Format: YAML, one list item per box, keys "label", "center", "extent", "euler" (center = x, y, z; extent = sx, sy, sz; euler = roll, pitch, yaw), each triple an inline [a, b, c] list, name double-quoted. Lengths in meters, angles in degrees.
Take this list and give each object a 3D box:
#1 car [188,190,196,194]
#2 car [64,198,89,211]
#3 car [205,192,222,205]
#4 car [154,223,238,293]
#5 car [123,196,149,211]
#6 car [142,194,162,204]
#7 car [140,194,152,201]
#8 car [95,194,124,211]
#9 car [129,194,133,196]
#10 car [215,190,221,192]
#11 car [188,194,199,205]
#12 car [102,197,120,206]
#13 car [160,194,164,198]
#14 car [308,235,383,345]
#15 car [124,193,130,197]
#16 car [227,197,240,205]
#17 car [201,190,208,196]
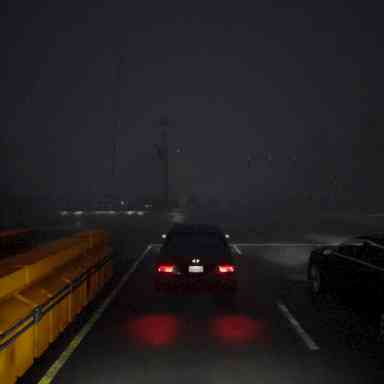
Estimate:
- label: "car"
  center: [-0.021, 0.114, 88.533]
  extent: [1.882, 1.535, 5.008]
  euler: [0, 7, 0]
- label: "car"
  center: [-14.031, 1.506, 40.746]
  extent: [1.837, 1.490, 4.892]
  euler: [0, 0, 0]
- label: "car"
  center: [3.686, 1.351, 56.964]
  extent: [2.097, 1.767, 4.553]
  euler: [0, 0, 0]
- label: "car"
  center: [0.096, 1.547, 8.990]
  extent: [2.033, 1.411, 5.357]
  euler: [0, 0, 0]
- label: "car"
  center: [-6.767, 1.547, 40.890]
  extent: [2.033, 1.411, 5.357]
  euler: [0, 0, -4]
- label: "car"
  center: [-6.997, 1.546, 57.508]
  extent: [2.033, 1.411, 5.357]
  euler: [0, 0, 0]
- label: "car"
  center: [-10.470, 1.183, 75.423]
  extent: [2.033, 1.411, 5.357]
  euler: [0, 2, 0]
- label: "car"
  center: [-10.527, 1.223, 42.032]
  extent: [2.150, 2.045, 5.566]
  euler: [0, 0, 0]
- label: "car"
  center: [-10.452, 1.525, 64.926]
  extent: [2.033, 1.411, 5.357]
  euler: [0, 1, 0]
- label: "car"
  center: [6.979, 0.136, 88.563]
  extent: [1.837, 1.490, 4.892]
  euler: [0, 7, 0]
- label: "car"
  center: [0.185, 1.504, 57.338]
  extent: [1.837, 1.490, 4.892]
  euler: [0, 0, 0]
- label: "car"
  center: [-13.994, 1.562, 57.664]
  extent: [1.994, 1.385, 4.181]
  euler: [0, 0, 0]
- label: "car"
  center: [-6.961, 1.290, 72.900]
  extent: [2.128, 1.511, 4.902]
  euler: [0, 2, 0]
- label: "car"
  center: [3.577, 1.491, 5.811]
  extent: [2.128, 1.511, 4.902]
  euler: [0, 0, 0]
- label: "car"
  center: [-13.959, 1.137, 72.515]
  extent: [2.097, 1.767, 4.553]
  euler: [0, 2, 0]
- label: "car"
  center: [7.185, 1.563, 57.764]
  extent: [1.994, 1.385, 4.181]
  euler: [0, 0, 0]
- label: "car"
  center: [3.479, 0.189, 88.555]
  extent: [1.994, 1.385, 4.181]
  euler: [0, 7, 0]
